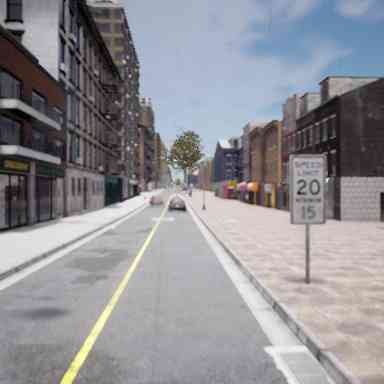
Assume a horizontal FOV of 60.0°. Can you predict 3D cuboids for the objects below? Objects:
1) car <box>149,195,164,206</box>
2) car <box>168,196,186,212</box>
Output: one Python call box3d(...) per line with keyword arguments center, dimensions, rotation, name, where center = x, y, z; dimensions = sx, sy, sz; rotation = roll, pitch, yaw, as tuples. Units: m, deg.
box3d(center=(-5.047, 1.209, 47.677), dimensions=(1.812, 1.442, 4.674), rotation=(0, 1, -3), name="car")
box3d(center=(-1.647, 1.443, 37.560), dimensions=(1.994, 1.385, 4.181), rotation=(0, 1, -2), name="car")
